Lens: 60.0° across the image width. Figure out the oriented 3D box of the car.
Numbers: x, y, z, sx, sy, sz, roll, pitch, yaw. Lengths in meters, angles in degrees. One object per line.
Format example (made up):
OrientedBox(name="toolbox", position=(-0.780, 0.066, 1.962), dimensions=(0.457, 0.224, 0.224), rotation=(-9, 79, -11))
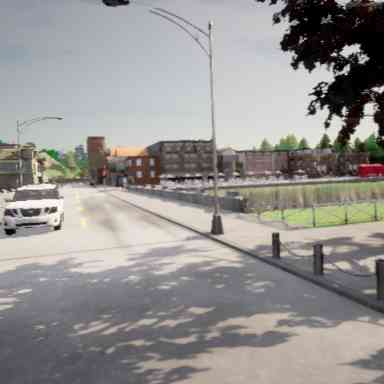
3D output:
OrientedBox(name="car", position=(-7.457, 0.699, 16.073), dimensions=(2.150, 2.045, 5.566), rotation=(-3, 4, -19))
